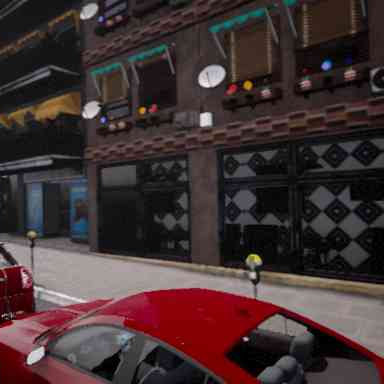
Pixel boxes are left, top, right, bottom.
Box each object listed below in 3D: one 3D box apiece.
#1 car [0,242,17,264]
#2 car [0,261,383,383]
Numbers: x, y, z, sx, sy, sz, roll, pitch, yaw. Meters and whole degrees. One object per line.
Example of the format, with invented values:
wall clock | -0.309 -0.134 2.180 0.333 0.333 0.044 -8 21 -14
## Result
car | -4.743 1.524 6.130 4.097 1.590 1.967 -1 -2 35
car | -0.241 1.565 2.914 4.507 1.381 1.887 -1 -2 35
